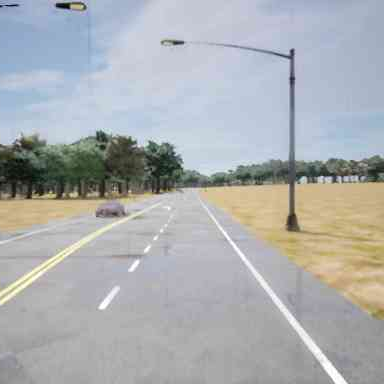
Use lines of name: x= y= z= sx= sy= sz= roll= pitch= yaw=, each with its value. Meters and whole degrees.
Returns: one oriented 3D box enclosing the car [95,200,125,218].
car: x=-7.087 y=1.426 z=29.244 sx=1.812 sy=1.442 sz=4.674 roll=0 pitch=0 yaw=0
